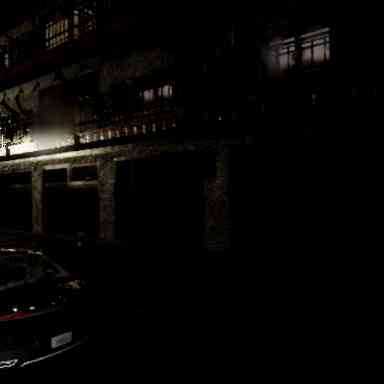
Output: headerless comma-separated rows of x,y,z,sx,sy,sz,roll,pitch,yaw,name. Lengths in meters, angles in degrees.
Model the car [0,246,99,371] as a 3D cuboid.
-3.337,1.534,5.274,4.403,1.369,2.008,0,-1,36,car
